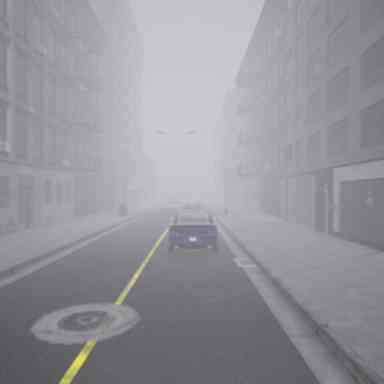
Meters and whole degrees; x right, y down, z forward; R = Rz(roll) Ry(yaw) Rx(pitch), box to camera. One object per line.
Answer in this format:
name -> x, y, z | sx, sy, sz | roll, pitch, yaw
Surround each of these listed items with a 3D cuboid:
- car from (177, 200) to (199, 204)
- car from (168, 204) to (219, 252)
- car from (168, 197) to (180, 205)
car -> 0.059, 1.574, 28.135 | 1.994, 1.385, 4.181 | 0, 0, 0
car -> 0.059, 1.482, 14.039 | 1.882, 1.535, 5.008 | 0, 0, 0
car -> -3.033, 1.582, 58.186 | 1.994, 1.385, 4.181 | 0, 0, 0
